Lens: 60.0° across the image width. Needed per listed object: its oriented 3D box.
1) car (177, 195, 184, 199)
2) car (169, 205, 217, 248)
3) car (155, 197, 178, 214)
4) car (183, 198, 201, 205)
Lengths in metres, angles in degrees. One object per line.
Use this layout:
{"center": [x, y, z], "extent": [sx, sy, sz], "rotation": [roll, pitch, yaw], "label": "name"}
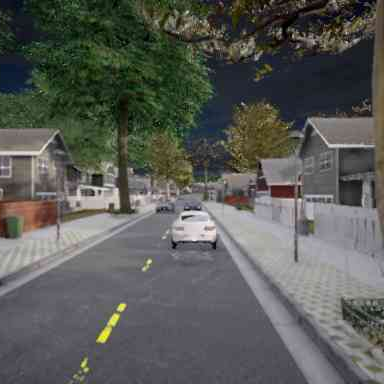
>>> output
{"center": [-2.751, 1.444, 76.745], "extent": [1.837, 1.490, 4.892], "rotation": [0, 0, 0], "label": "car"}
{"center": [0.091, 1.536, 14.834], "extent": [1.812, 1.442, 4.674], "rotation": [0, 0, 0], "label": "car"}
{"center": [-2.841, 1.605, 36.208], "extent": [1.994, 1.385, 4.181], "rotation": [0, 0, 0], "label": "car"}
{"center": [0.100, 1.641, 36.423], "extent": [1.895, 1.301, 4.718], "rotation": [0, 0, 0], "label": "car"}
